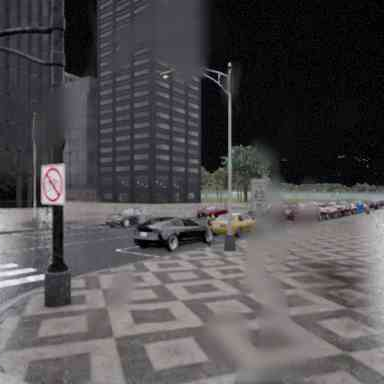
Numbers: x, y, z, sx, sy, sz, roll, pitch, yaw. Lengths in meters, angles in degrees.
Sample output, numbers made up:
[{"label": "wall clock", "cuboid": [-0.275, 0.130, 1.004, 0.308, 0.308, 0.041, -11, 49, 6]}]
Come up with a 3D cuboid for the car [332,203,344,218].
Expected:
[{"label": "car", "cuboid": [15.662, 2.240, 37.974, 1.802, 1.307, 4.206, -1, -2, 36]}]

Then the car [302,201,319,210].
[{"label": "car", "cuboid": [21.829, 2.465, 61.306, 1.967, 1.590, 4.097, -1, -2, 35]}]

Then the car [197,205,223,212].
[{"label": "car", "cuboid": [2.169, 2.005, 33.736, 1.887, 1.381, 4.507, -1, -2, 35]}]

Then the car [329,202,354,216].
[{"label": "car", "cuboid": [18.935, 2.298, 42.564, 1.887, 1.381, 4.507, -1, -2, 35]}]

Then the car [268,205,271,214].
[{"label": "car", "cuboid": [8.721, 2.199, 42.925, 2.008, 1.369, 4.403, -1, -2, 35]}]

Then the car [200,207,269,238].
[{"label": "car", "cuboid": [2.650, 1.818, 19.728, 1.752, 1.417, 4.829, -1, -2, 35]}]

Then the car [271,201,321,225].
[{"label": "car", "cuboid": [9.104, 1.785, 28.785, 2.192, 1.841, 5.009, -1, -2, 35]}]

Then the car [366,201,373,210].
[{"label": "car", "cuboid": [28.767, 2.585, 56.350, 2.008, 1.369, 4.403, -1, -2, 35]}]

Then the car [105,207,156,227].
[{"label": "car", "cuboid": [-4.384, 1.831, 24.546, 2.008, 1.369, 4.403, -1, -1, 35]}]

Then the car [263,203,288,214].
[{"label": "car", "cuboid": [11.998, 2.294, 47.519, 2.008, 1.369, 4.403, -1, -2, 35]}]

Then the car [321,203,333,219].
[{"label": "car", "cuboid": [12.381, 2.108, 33.375, 1.887, 1.381, 4.507, -1, -2, 35]}]

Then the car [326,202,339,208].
[{"label": "car", "cuboid": [31.660, 2.879, 75.087, 1.802, 1.307, 4.206, -1, -1, 35]}]

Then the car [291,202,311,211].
[{"label": "car", "cuboid": [18.552, 2.483, 56.709, 2.008, 1.369, 4.403, -1, -2, 35]}]

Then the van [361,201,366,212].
[{"label": "van", "cuboid": [25.489, 2.283, 51.759, 1.690, 1.788, 3.998, -1, -2, 35]}]

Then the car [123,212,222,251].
[{"label": "car", "cuboid": [-0.725, 1.769, 14.995, 1.947, 1.339, 4.313, -1, -2, 35]}]

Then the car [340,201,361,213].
[{"label": "car", "cuboid": [22.212, 2.288, 47.162, 1.967, 1.590, 4.097, -1, -2, 35]}]

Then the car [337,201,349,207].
[{"label": "car", "cuboid": [38.214, 3.025, 84.277, 2.008, 1.369, 4.403, -1, -1, 35]}]

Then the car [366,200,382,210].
[{"label": "car", "cuboid": [35.321, 2.533, 65.545, 2.192, 1.841, 5.009, -1, -2, 35]}]
